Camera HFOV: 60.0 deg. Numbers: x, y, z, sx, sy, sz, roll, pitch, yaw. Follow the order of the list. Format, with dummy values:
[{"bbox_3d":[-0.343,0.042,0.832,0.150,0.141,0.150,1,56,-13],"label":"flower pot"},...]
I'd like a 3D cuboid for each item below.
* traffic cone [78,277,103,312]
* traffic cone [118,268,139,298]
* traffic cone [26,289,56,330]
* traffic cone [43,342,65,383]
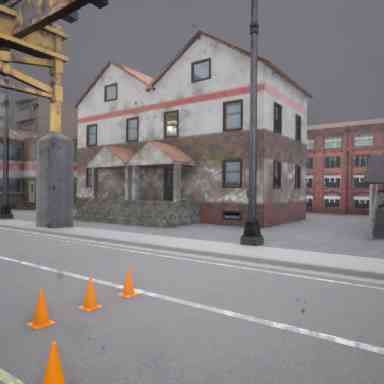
[{"bbox_3d":[-1.972,1.949,6.449,0.340,0.580,0.340,0,0,36],"label":"traffic cone"},{"bbox_3d":[-1.386,1.949,7.260,0.340,0.580,0.340,0,0,36],"label":"traffic cone"},{"bbox_3d":[-2.557,1.949,5.638,0.340,0.580,0.340,0,0,36],"label":"traffic cone"},{"bbox_3d":[-1.520,1.952,3.657,0.340,0.580,0.340,0,0,36],"label":"traffic cone"}]
